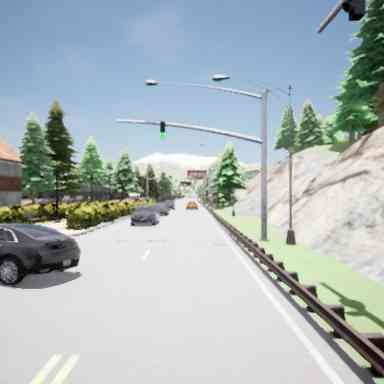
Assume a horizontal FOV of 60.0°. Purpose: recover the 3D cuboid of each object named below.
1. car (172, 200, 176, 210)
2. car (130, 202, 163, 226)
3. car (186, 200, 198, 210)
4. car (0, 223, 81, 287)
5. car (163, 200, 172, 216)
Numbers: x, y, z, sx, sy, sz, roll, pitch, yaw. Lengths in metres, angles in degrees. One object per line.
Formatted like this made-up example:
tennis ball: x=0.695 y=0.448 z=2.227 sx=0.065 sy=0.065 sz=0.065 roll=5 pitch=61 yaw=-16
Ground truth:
car: x=-3.560 y=2.030 z=51.620 sx=1.837 sy=1.490 sz=4.892 roll=0 pitch=-1 yaw=0
car: x=-3.592 y=1.771 z=26.169 sx=1.837 sy=1.490 sz=4.892 roll=0 pitch=-1 yaw=0
car: x=0.001 y=2.015 z=52.996 sx=1.882 sy=1.535 sz=5.008 roll=0 pitch=-1 yaw=0
car: x=-5.618 y=1.677 z=9.739 sx=4.892 sy=1.490 sz=1.837 roll=-1 pitch=-4 yaw=20
car: x=-3.586 y=1.904 z=37.223 sx=1.812 sy=1.442 sz=4.674 roll=0 pitch=0 yaw=0
